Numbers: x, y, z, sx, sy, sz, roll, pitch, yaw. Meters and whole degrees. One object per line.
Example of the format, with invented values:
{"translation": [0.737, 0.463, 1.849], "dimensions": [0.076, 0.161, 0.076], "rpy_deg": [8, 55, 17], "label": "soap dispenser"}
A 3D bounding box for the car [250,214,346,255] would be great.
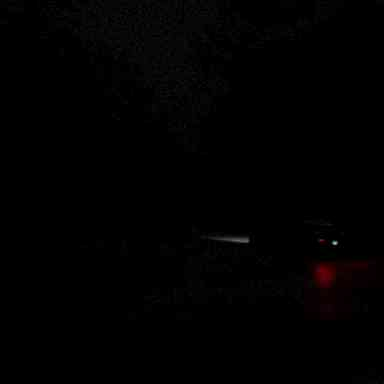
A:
{"translation": [4.215, 1.640, 13.834], "dimensions": [1.812, 1.442, 4.674], "rpy_deg": [2, -2, -20], "label": "car"}
